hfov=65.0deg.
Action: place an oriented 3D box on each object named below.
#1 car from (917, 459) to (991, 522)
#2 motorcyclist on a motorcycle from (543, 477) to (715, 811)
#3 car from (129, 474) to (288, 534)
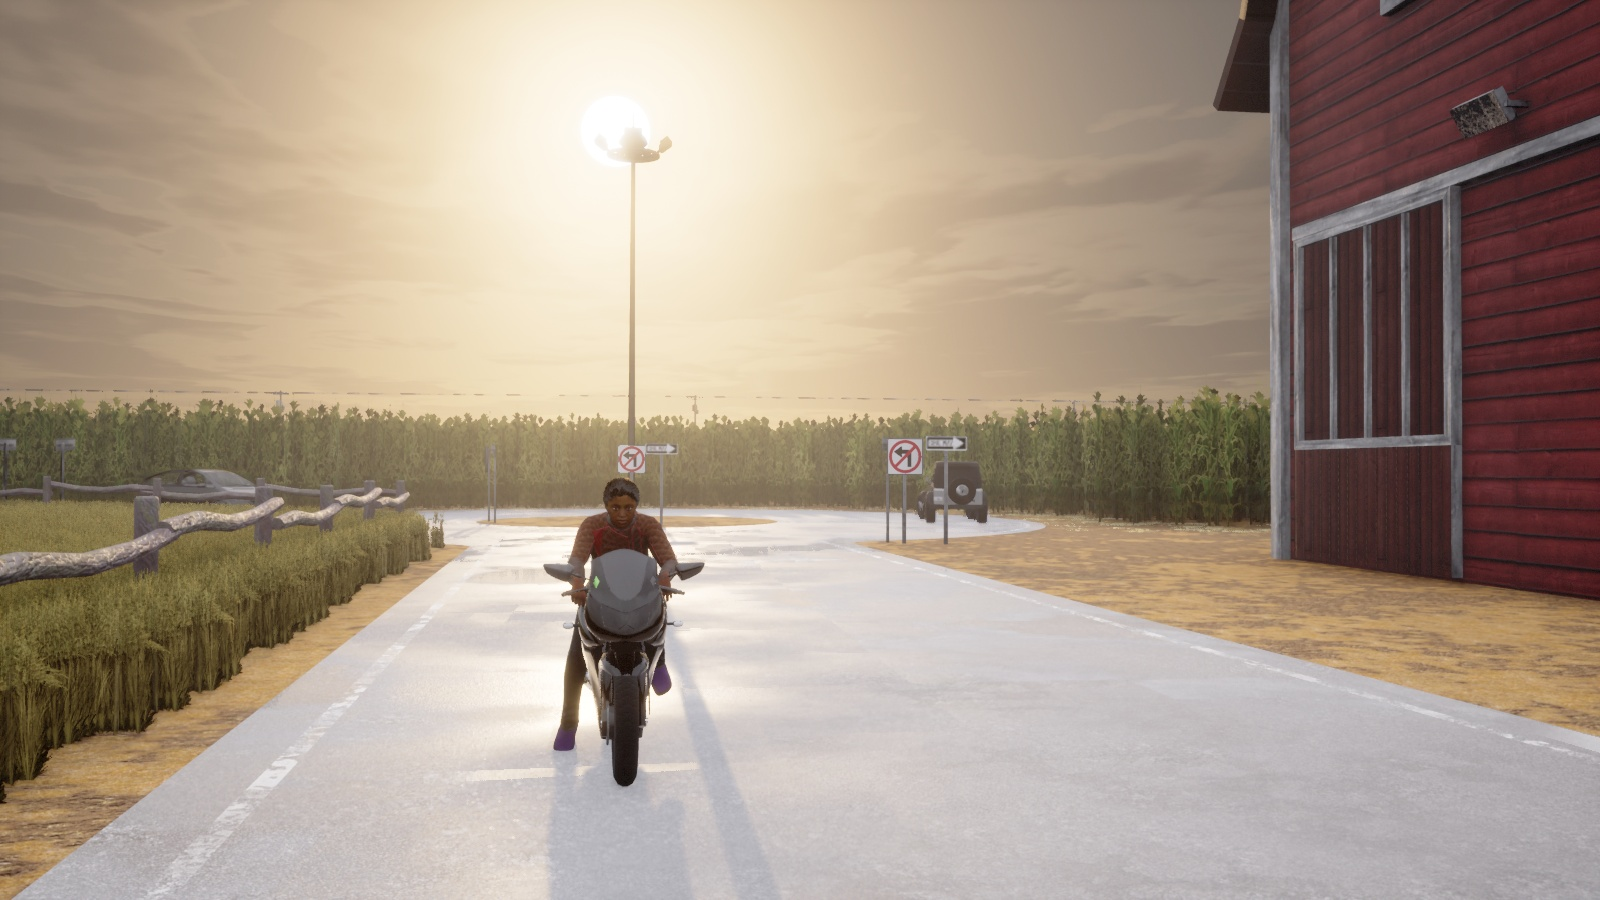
[{"bbox_3d":[4.802,1.254,39.545,1.905,1.878,3.866,0,-1,1],"label":"car"},{"bbox_3d":[-0.978,0.916,6.865,0.797,1.523,2.044,0,-1,-10],"label":"motorcyclist on a motorcycle"},{"bbox_3d":[-15.929,1.424,33.846,3.705,1.549,1.789,-1,-2,21],"label":"car"}]
